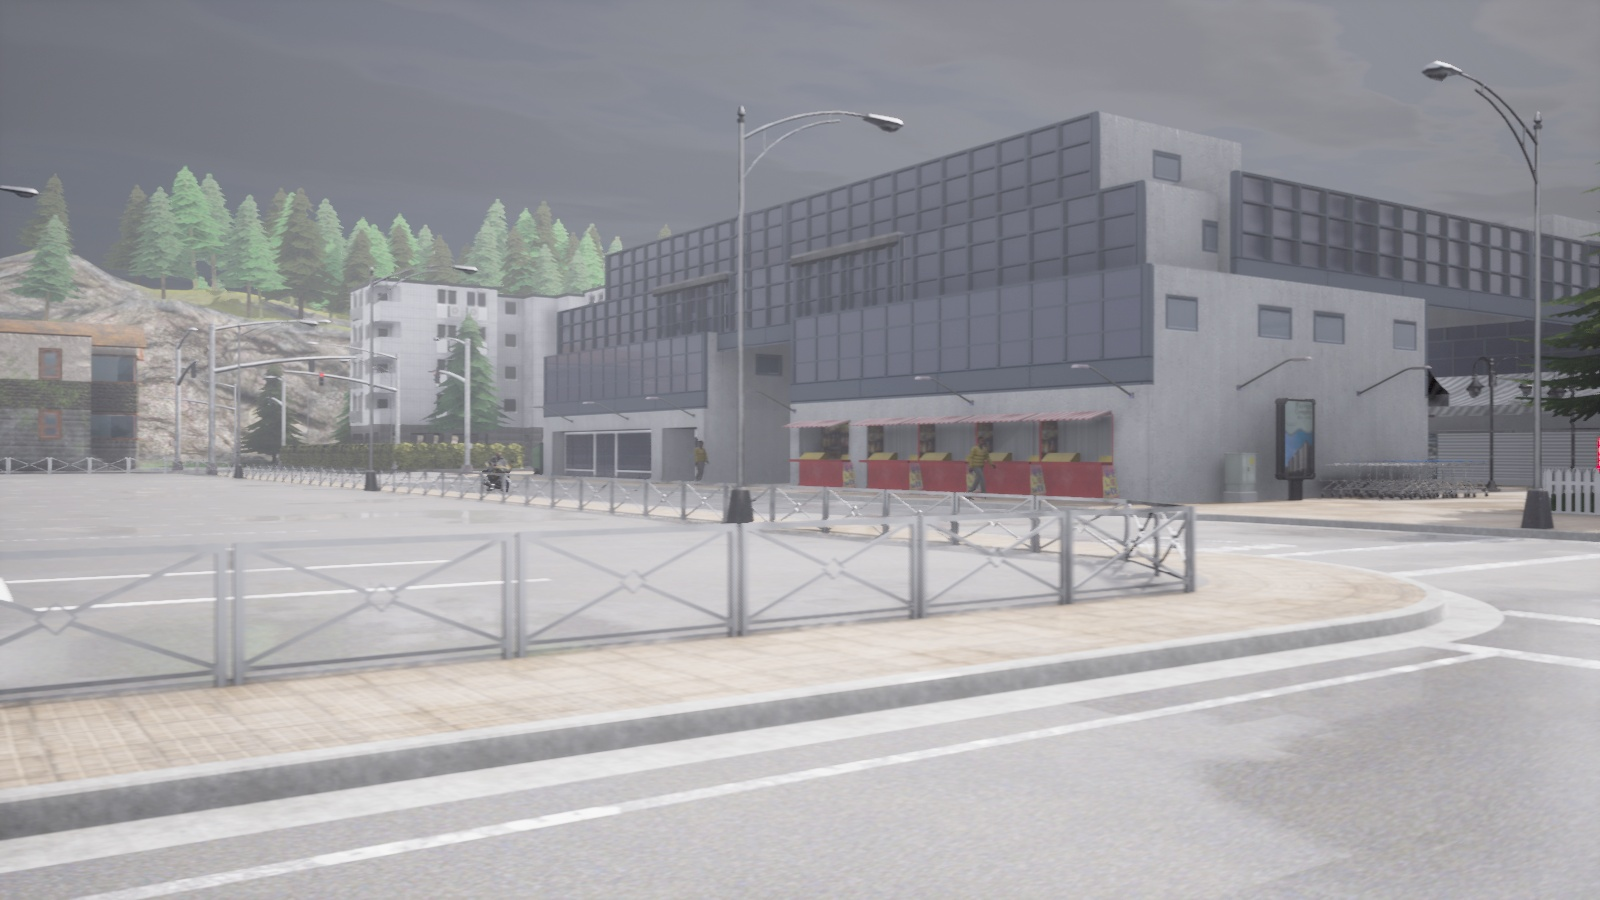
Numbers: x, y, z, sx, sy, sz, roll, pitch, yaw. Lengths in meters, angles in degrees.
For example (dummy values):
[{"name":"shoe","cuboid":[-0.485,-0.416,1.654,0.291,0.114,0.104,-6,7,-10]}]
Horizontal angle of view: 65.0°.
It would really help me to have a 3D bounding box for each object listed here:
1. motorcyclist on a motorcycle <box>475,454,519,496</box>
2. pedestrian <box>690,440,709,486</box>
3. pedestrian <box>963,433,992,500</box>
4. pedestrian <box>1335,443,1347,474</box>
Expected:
[{"name":"motorcyclist on a motorcycle","cuboid":[-11.158,0.901,46.211,0.866,1.530,2.191,0,0,-34]},{"name":"pedestrian","cuboid":[-4.082,0.524,50.831,0.431,1.840,0.709,0,0,-40]},{"name":"pedestrian","cuboid":[4.948,0.466,34.993,0.431,1.840,0.709,0,0,-37]},{"name":"pedestrian","cuboid":[32.266,0.506,74.897,0.345,1.836,0.594,0,0,-36]}]
